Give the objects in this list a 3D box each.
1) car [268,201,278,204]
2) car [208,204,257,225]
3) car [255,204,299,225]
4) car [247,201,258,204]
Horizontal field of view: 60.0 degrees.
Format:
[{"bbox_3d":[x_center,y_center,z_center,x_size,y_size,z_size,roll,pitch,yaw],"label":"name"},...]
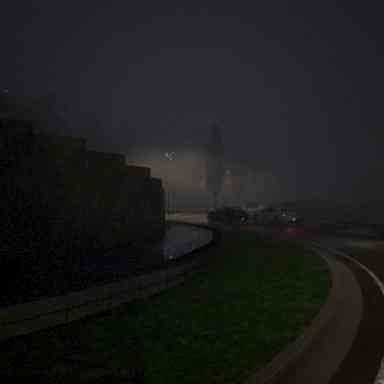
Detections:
[{"bbox_3d":[16.748,2.585,69.043,1.812,1.442,4.674,-1,-1,22],"label":"car"},{"bbox_3d":[3.043,1.981,28.639,2.128,1.511,4.902,0,-1,-24],"label":"car"},{"bbox_3d":[6.991,1.981,28.331,1.812,1.442,4.674,0,-1,-27],"label":"car"},{"bbox_3d":[12.285,2.580,67.156,1.882,1.535,5.008,-1,-1,22],"label":"car"}]
